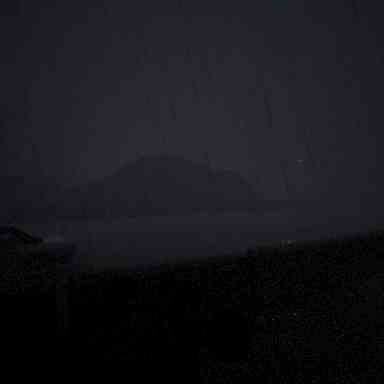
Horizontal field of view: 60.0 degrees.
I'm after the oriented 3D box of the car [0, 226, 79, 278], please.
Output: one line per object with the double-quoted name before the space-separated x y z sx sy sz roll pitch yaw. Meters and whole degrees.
"car" -5.577 1.599 8.609 4.718 1.301 1.895 0 0 -35
